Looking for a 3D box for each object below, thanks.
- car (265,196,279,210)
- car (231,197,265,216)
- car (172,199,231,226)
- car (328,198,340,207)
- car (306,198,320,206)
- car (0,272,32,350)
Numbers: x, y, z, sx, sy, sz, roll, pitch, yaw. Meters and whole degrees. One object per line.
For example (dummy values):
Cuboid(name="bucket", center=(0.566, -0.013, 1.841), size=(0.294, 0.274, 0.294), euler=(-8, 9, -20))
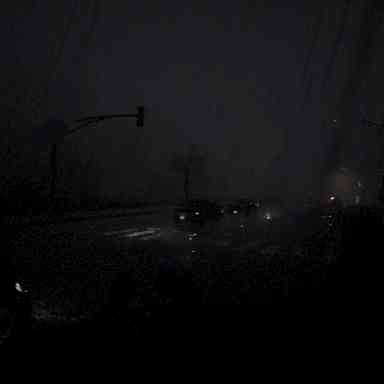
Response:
Cuboid(name="car", center=(9.246, 1.287, 40.073), size=(1.882, 1.535, 5.008), euler=(3, 1, 25))
Cuboid(name="car", center=(4.809, 1.311, 30.588), size=(2.033, 1.411, 5.357), euler=(3, 1, 25))
Cuboid(name="car", center=(0.487, 1.213, 21.297), size=(2.128, 1.511, 4.902), euler=(3, 1, 25))
Cuboid(name="car", center=(23.841, 1.732, 55.857), size=(2.033, 1.411, 5.357), euler=(3, 1, 25))
Cuboid(name="car", center=(20.756, 1.645, 56.928), size=(1.895, 1.301, 4.718), euler=(3, 1, 25))
Cuboid(name="car", center=(-3.885, 1.351, 3.448), size=(1.994, 1.385, 4.181), euler=(2, 1, 24))
